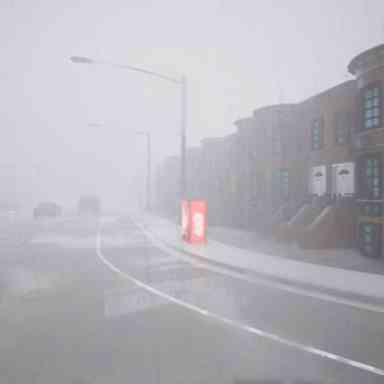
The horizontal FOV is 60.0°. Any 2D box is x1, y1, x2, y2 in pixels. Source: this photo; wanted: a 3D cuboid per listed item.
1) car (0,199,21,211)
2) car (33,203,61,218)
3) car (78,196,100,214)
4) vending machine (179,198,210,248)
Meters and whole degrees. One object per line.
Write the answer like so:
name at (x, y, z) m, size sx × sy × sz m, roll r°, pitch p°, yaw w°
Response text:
car at (-24.333, 1.721, 44.400) m, size 1.837 × 1.490 × 4.892 m, roll 0°, pitch -1°, yaw -13°
car at (-13.866, 1.727, 32.009) m, size 2.033 × 1.411 × 5.357 m, roll 0°, pitch 0°, yaw -14°
car at (-11.898, 1.468, 38.577) m, size 2.150 × 2.045 × 5.566 m, roll 0°, pitch -1°, yaw -14°
vending machine at (0.099, 1.322, 14.745) m, size 1.100 × 2.100 × 0.880 m, roll 1°, pitch 0°, yaw -18°
